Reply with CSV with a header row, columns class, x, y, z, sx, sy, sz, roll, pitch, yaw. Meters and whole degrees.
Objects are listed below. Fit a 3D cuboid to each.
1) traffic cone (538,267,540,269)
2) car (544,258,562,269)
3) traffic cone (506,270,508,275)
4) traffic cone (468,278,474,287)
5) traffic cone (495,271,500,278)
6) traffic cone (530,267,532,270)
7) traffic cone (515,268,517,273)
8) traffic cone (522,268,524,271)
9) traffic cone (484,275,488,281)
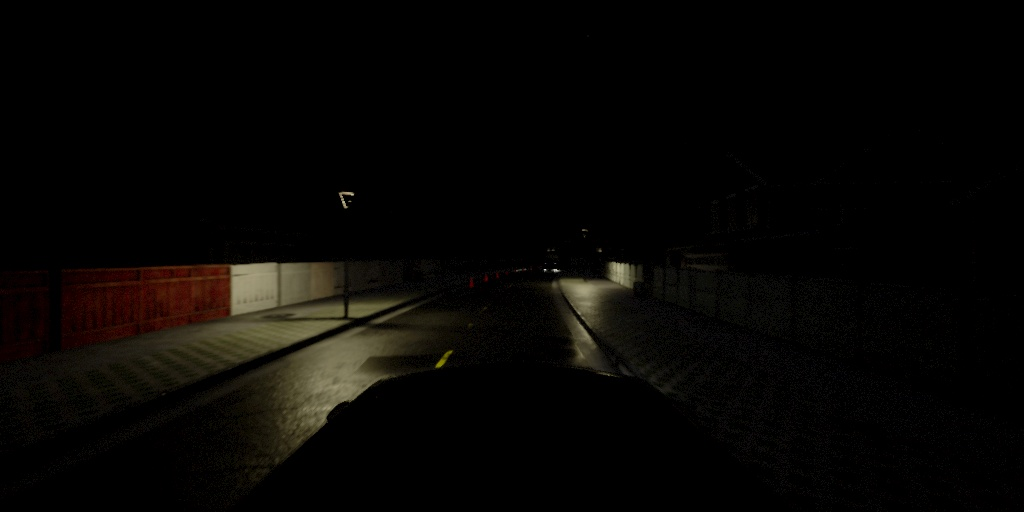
class,x,y,z,sx,sy,sz,roll,pitch,yaw
traffic cone,4.406,1.794,58.388,0.340,0.580,0.340,0,0,20
car,6.555,1.191,57.581,2.097,1.767,4.553,0,0,20
traffic cone,-0.522,1.742,38.609,0.340,0.580,0.340,0,0,10
traffic cone,-2.670,1.714,23.588,0.340,0.580,0.340,0,0,6
traffic cone,-1.357,1.731,33.620,0.340,0.580,0.340,0,0,9
traffic cone,2.818,1.779,53.501,0.340,0.580,0.340,0,0,16
traffic cone,0.431,1.754,43.578,0.340,0.580,0.340,0,0,12
traffic cone,1.506,1.766,48.533,0.340,0.580,0.340,0,0,13
traffic cone,-2.073,1.722,28.612,0.340,0.580,0.340,0,0,7
